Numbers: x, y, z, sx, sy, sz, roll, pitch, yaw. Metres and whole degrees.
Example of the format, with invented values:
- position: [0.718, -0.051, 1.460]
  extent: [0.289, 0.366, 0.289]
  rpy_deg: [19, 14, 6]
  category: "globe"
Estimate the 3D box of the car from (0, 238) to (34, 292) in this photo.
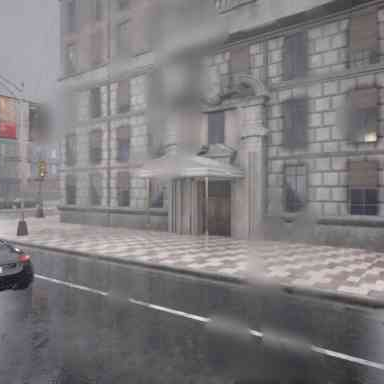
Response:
- position: [-5.605, 1.564, 7.842]
  extent: [4.181, 1.385, 1.994]
  rpy_deg: [0, 0, 35]
  category: "car"

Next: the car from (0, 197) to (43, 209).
- position: [-22.128, 1.478, 43.622]
  extent: [1.882, 1.535, 5.008]
  rpy_deg: [0, 0, 35]
  category: "car"
